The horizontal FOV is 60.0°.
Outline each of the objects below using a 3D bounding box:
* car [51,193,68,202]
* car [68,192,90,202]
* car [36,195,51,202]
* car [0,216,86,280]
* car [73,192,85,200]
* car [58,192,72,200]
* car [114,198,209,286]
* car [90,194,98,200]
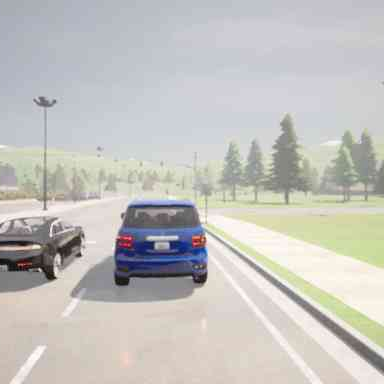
[{"bbox_3d":[-27.131,1.061,69.369,2.097,1.767,4.553,0,0,-6],"label":"car"},{"bbox_3d":[-23.646,0.932,69.692,2.150,2.045,5.566,0,0,-6],"label":"car"},{"bbox_3d":[-30.603,1.301,68.919,1.895,1.301,4.718,0,0,-6],"label":"car"},{"bbox_3d":[-4.430,1.449,9.695,2.128,1.511,4.902,0,0,-6],"label":"car"},{"bbox_3d":[-28.772,0.995,84.869,2.097,1.767,4.553,0,0,-6],"label":"car"},{"bbox_3d":[-32.251,0.994,84.487,2.097,1.767,4.553,0,0,-6],"label":"car"},{"bbox_3d":[-0.892,1.183,9.515,2.150,2.045,5.566,0,0,-6],"label":"car"},{"bbox_3d":[-25.290,1.166,85.217,2.128,1.511,4.902,0,0,-6],"label":"car"}]
